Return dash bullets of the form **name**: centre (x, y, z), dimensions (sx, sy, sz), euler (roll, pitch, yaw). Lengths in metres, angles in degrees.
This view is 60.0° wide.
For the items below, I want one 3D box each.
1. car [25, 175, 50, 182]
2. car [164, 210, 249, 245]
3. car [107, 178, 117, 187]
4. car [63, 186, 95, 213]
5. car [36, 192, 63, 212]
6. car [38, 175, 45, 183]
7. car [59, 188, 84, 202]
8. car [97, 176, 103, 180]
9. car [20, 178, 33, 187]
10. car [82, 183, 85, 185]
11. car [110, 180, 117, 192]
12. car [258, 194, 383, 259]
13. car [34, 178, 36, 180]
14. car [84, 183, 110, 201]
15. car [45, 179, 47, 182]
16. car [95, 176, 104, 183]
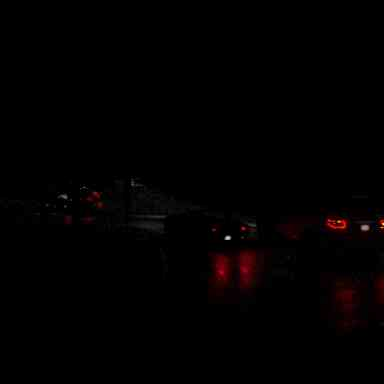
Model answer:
- **car**: centre (-35.809, -3.088, 77.107), dimensions (4.892, 1.521, 2.231), euler (-3, 6, -34)
- **car**: centre (0.390, 1.426, 14.655), dimensions (1.895, 1.301, 4.718), euler (0, 1, -26)
- **car**: centre (-16.397, -2.047, 68.323), dimensions (1.882, 1.535, 5.008), euler (0, 5, -13)
- **car**: centre (-10.212, 0.704, 30.486), dimensions (2.150, 2.045, 5.566), euler (0, 3, -17)
- **car**: centre (-13.072, 1.007, 30.832), dimensions (1.994, 1.385, 4.181), euler (0, 3, -14)
- **car**: centre (-33.724, -2.374, 68.529), dimensions (5.008, 1.535, 2.097), euler (-3, 6, -32)
- **car**: centre (-14.821, 0.292, 41.053), dimensions (1.895, 1.301, 4.718), euler (0, 5, -7)
- **car**: centre (-19.439, -1.974, 68.197), dimensions (1.895, 1.301, 4.718), euler (0, 5, -13)
- **car**: centre (-31.910, -1.615, 59.875), dimensions (4.792, 1.488, 2.163), euler (-3, 6, -31)
- **car**: centre (-16.396, -0.667, 51.899), dimensions (2.033, 1.411, 5.357), euler (0, 5, -9)
- **car**: centre (-13.690, -0.862, 53.982), dimensions (1.882, 1.535, 5.008), euler (0, 5, -9)
- **car**: centre (4.437, 1.094, 12.338), dimensions (2.150, 2.045, 5.566), euler (1, 1, -14)
- **car**: centre (-32.464, -1.889, 62.776), dimensions (4.892, 1.521, 2.231), euler (-3, 6, -31)
- **car**: centre (-11.832, 0.062, 41.305), dimensions (2.097, 1.767, 4.553), euler (0, 5, -7)
- **car**: centre (-34.425, -2.737, 71.368), dimensions (4.553, 1.767, 2.185), euler (-3, 5, -33)
- **car**: centre (-21.642, -2.959, 77.840), dimensions (2.033, 1.411, 5.357), euler (0, 4, -14)
